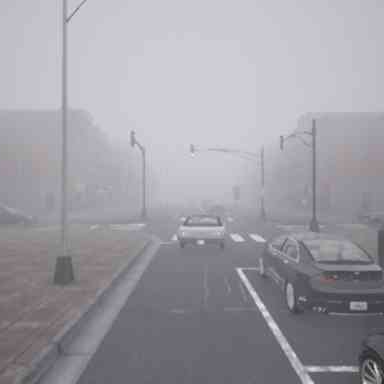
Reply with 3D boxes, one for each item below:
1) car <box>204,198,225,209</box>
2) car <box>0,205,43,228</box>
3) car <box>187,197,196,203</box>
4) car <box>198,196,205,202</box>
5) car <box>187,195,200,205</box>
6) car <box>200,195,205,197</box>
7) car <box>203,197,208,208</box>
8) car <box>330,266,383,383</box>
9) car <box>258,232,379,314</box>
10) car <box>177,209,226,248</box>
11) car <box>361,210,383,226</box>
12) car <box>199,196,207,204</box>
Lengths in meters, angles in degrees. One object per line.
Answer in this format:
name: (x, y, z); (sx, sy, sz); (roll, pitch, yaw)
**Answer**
car: (2.633, 1.687, 36.482); (1.887, 1.381, 4.507); (0, 0, 0)
car: (-12.101, 1.558, 21.392); (4.674, 1.442, 1.812); (0, 0, 0)
car: (-0.014, 1.781, 76.622); (1.994, 1.385, 4.181); (0, 0, 0)
car: (2.619, 1.961, 93.278); (1.967, 1.590, 4.097); (0, 0, 0)
car: (-0.012, 1.867, 66.199); (2.033, 1.411, 5.357); (0, 0, 0)
car: (2.624, 1.916, 70.558); (1.947, 1.339, 4.313); (0, 0, 0)
car: (2.631, 1.697, 42.332); (1.752, 1.417, 4.829); (0, 0, 0)
car: (2.641, 1.572, 1.776); (1.947, 1.339, 4.313); (0, 0, 0)
car: (2.639, 1.574, 7.452); (2.008, 1.369, 4.403); (0, 0, 0)
car: (0.575, 1.651, 14.998); (1.895, 1.301, 4.718); (0, 0, 6)
car: (15.310, 1.728, 24.188); (5.357, 1.411, 2.033); (0, 0, 0)
car: (2.628, 1.801, 53.521); (1.947, 1.339, 4.313); (0, 0, 0)
